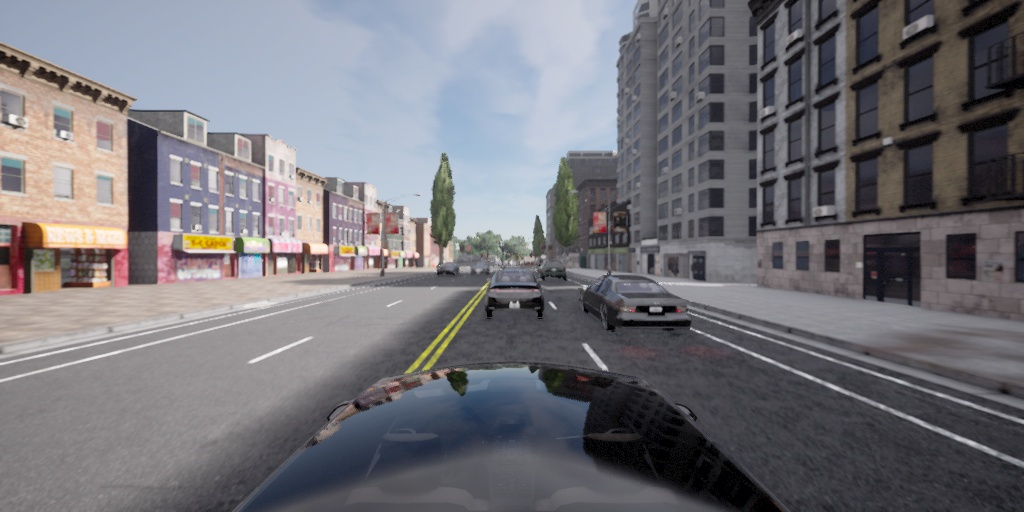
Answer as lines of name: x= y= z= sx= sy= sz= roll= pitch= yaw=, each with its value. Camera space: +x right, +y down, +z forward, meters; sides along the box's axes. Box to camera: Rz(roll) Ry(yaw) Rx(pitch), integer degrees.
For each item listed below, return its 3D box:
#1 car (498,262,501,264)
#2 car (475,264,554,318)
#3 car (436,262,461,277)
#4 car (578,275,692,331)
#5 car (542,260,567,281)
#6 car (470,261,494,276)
car: x=0.086 y=1.370 z=29.303 sx=1.895 sy=1.301 sz=4.718 roll=0 pitch=0 yaw=0
car: x=0.085 y=1.217 z=12.774 sx=2.128 sy=1.511 sz=4.902 roll=0 pitch=0 yaw=0
car: x=-6.607 y=1.385 z=37.787 sx=2.033 sy=1.411 sz=5.357 roll=0 pitch=-1 yaw=0
car: x=3.333 y=1.276 z=10.796 sx=2.033 sy=1.411 sz=5.357 roll=0 pitch=0 yaw=0
car: x=3.336 y=1.130 z=30.592 sx=2.097 sy=1.767 sz=4.553 roll=0 pitch=0 yaw=0
car: x=-3.353 y=1.336 z=38.444 sx=2.128 sy=1.511 sz=4.902 roll=0 pitch=-1 yaw=0
